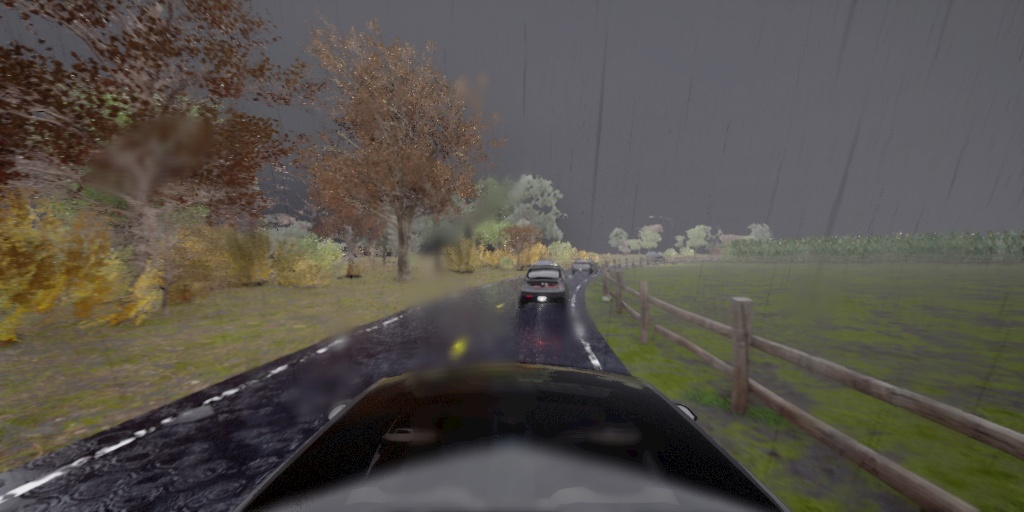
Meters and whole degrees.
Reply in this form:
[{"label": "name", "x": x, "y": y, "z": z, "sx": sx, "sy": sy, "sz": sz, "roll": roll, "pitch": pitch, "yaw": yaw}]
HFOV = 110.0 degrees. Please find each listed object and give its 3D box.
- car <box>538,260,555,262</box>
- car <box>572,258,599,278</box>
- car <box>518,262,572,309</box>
[{"label": "car", "x": 2.967, "y": 1.035, "z": 31.810, "sx": 2.033, "sy": 1.411, "sz": 5.357, "roll": 0, "pitch": 1, "yaw": 21}, {"label": "car", "x": 6.874, "y": 0.955, "z": 33.497, "sx": 2.128, "sy": 1.511, "sz": 4.902, "roll": 0, "pitch": 1, "yaw": 22}, {"label": "car", "x": 1.389, "y": 1.179, "z": 14.552, "sx": 1.837, "sy": 1.490, "sz": 4.892, "roll": 0, "pitch": 0, "yaw": 9}]
